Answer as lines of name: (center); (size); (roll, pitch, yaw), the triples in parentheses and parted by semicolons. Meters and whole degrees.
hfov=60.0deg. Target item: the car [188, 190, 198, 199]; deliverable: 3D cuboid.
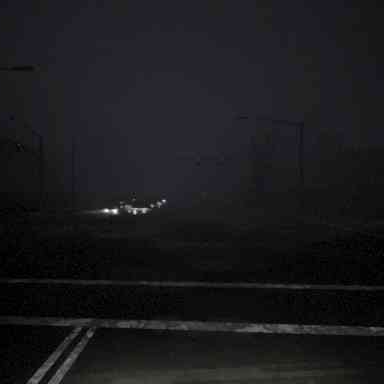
car: (0.183, 0.604, 76.548); (2.150, 2.045, 5.566); (0, 1, 0)

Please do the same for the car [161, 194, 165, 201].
car: (-6.846, 1.210, 64.793); (1.895, 1.301, 4.718); (0, 1, 0)

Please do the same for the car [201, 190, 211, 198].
car: (3.710, 0.378, 87.605); (2.150, 2.045, 5.566); (0, 1, 0)

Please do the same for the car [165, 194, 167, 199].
car: (-6.820, 1.003, 75.141); (1.895, 1.301, 4.718); (0, 1, 0)

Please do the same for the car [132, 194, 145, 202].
car: (-10.346, 1.179, 64.516); (1.994, 1.385, 4.181); (0, 1, 0)

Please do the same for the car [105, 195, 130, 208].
car: (-10.419, 1.369, 45.371); (2.128, 1.511, 4.902); (0, 1, 1)

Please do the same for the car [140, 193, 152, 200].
car: (-10.320, 0.948, 75.135); (2.033, 1.411, 5.357); (0, 1, 0)

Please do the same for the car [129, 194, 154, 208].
car: (-6.917, 1.431, 45.981); (1.994, 1.385, 4.181); (0, 1, 1)

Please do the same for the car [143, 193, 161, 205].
car: (-6.872, 1.305, 55.215); (2.033, 1.411, 5.357); (0, 1, 0)

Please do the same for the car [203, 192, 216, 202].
car: (3.757, 1.152, 65.950); (1.994, 1.385, 4.181); (0, 1, 0)
